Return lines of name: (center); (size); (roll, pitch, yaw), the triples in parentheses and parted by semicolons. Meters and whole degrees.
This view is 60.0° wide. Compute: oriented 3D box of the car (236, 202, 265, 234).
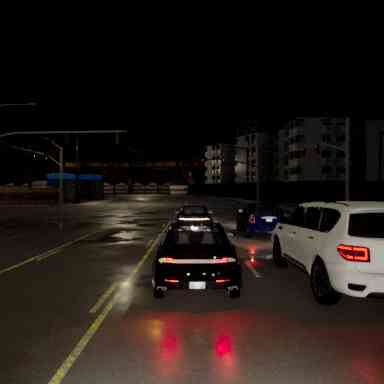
car: (3.611, 1.328, 17.669); (2.097, 1.767, 4.553); (0, 0, 0)

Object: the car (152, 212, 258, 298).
car: (0.103, 1.499, 8.534); (2.128, 1.511, 4.902); (0, 0, 0)

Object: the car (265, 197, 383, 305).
car: (3.595, 1.219, 8.246); (2.150, 2.045, 5.566); (0, 0, 0)

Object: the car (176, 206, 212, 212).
car: (0.113, 1.473, 17.946); (2.128, 1.511, 4.902); (0, 0, 0)
